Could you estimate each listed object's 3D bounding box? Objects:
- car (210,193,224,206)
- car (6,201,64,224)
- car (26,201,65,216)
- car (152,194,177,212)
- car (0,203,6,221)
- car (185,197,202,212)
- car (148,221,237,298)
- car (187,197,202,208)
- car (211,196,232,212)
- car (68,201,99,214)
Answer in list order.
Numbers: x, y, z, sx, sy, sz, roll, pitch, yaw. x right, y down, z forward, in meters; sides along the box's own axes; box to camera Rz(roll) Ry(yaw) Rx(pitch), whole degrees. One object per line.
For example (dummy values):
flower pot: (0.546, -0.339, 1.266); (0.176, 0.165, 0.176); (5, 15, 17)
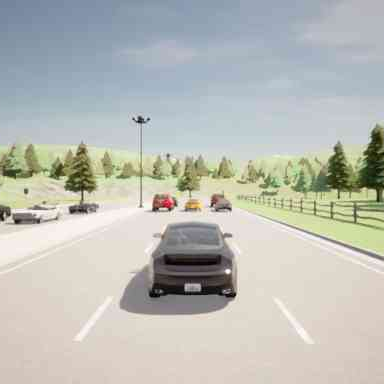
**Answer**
car: (3.883, 1.212, 49.727); (2.150, 2.045, 5.566); (0, 0, 2)
car: (-11.515, 1.596, 25.053); (1.895, 1.301, 4.718); (0, 0, 1)
car: (-14.912, 1.594, 34.099); (1.895, 1.301, 4.718); (0, 0, 0)
car: (-3.365, 1.214, 39.154); (2.150, 2.045, 5.566); (0, 0, 1)
car: (-15.012, 1.487, 23.956); (2.128, 1.511, 4.902); (0, 0, 0)
car: (0.139, 1.470, 39.528); (1.882, 1.535, 5.008); (0, 0, 1)
car: (0.021, 1.502, 8.509); (1.837, 1.490, 4.892); (0, 0, 0)
car: (0.383, 1.482, 49.798); (2.128, 1.511, 4.902); (0, 0, 2)
car: (3.635, 1.540, 39.103); (2.033, 1.411, 5.357); (0, 0, 1)
car: (-11.409, 1.594, 35.246); (1.895, 1.301, 4.718); (0, 0, 0)
